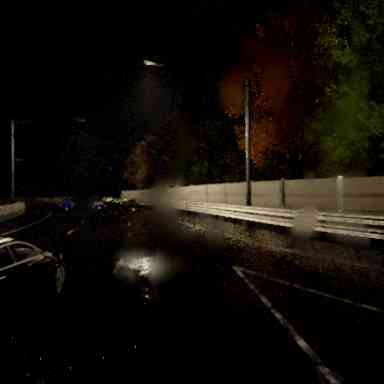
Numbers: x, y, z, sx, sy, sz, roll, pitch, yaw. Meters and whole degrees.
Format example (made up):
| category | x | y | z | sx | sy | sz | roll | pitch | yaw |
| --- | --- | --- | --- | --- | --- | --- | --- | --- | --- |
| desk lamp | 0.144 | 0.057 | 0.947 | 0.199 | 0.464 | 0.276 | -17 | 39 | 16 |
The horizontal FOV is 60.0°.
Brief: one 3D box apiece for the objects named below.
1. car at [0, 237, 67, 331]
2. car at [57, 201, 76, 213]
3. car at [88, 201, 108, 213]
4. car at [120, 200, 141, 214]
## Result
| category | x | y | z | sx | sy | sz | roll | pitch | yaw |
| --- | --- | --- | --- | --- | --- | --- | --- | --- | --- |
| car | -3.705 | 1.534 | 5.766 | 2.128 | 1.511 | 4.902 | 0 | 0 | -3 |
| car | -15.178 | 1.763 | 40.178 | 1.812 | 1.442 | 4.674 | 0 | 0 | -22 |
| car | -11.279 | 1.780 | 39.745 | 1.994 | 1.385 | 4.181 | 0 | 0 | -21 |
| car | -7.315 | 1.699 | 39.220 | 1.837 | 1.490 | 4.892 | 0 | 0 | -20 |
